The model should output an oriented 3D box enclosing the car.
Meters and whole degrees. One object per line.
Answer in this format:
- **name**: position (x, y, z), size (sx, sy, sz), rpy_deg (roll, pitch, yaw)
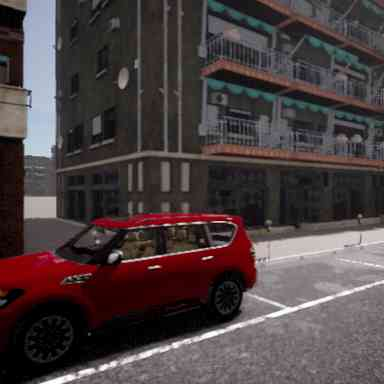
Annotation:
- **car**: position (-1.015, 1.339, 5.855), size (5.009, 1.841, 2.192), rpy_deg (1, -1, -36)
